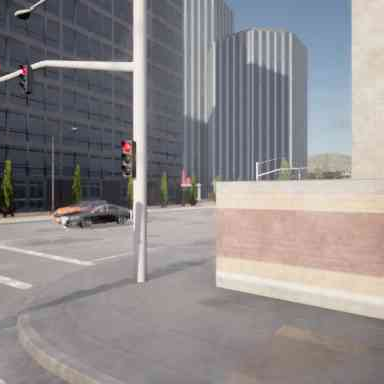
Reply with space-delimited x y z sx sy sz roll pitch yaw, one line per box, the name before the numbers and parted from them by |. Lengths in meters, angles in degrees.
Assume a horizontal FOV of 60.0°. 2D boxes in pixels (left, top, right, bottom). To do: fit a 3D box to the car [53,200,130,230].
car | -6.323 1.546 22.072 2.128 1.511 4.902 0 0 36
